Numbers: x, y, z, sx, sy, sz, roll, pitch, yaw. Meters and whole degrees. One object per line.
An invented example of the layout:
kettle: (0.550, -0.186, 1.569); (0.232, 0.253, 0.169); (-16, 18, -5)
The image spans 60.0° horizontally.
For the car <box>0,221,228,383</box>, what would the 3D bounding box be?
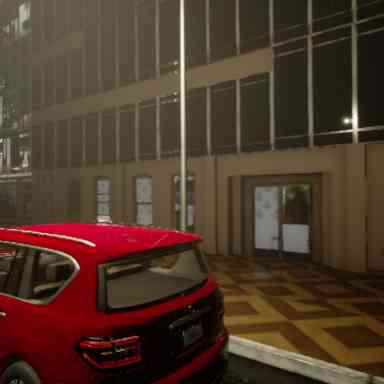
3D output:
car: (-1.936, 1.312, 4.267); (5.009, 1.841, 2.192); (0, 0, 35)
